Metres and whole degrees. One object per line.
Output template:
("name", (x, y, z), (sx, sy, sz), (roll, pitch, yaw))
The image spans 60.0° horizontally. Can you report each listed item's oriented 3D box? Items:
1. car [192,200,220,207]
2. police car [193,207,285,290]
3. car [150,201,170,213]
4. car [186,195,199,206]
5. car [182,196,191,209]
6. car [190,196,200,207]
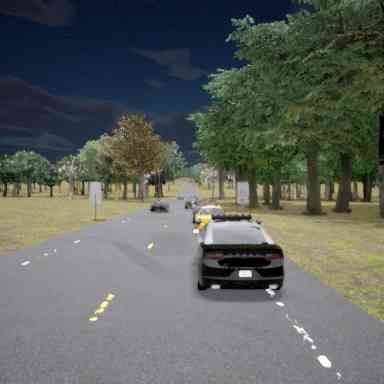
("car", (1.083, 1.459, 19.275), (1.801, 1.575, 5.366), (0, 0, 0))
("police car", (1.064, 1.424, 9.192), (1.930, 1.638, 5.238), (0, 0, 0))
("car", (-3.537, 1.630, 36.827), (1.895, 1.301, 4.718), (0, 0, 0))
("car", (0.104, 1.477, 58.606), (2.097, 1.767, 4.553), (0, 0, 0))
("car", (0.109, 1.413, 46.029), (2.097, 1.767, 4.553), (0, 0, 1))
("car", (1.091, 1.360, 25.061), (2.097, 1.767, 4.553), (0, 0, 0))
